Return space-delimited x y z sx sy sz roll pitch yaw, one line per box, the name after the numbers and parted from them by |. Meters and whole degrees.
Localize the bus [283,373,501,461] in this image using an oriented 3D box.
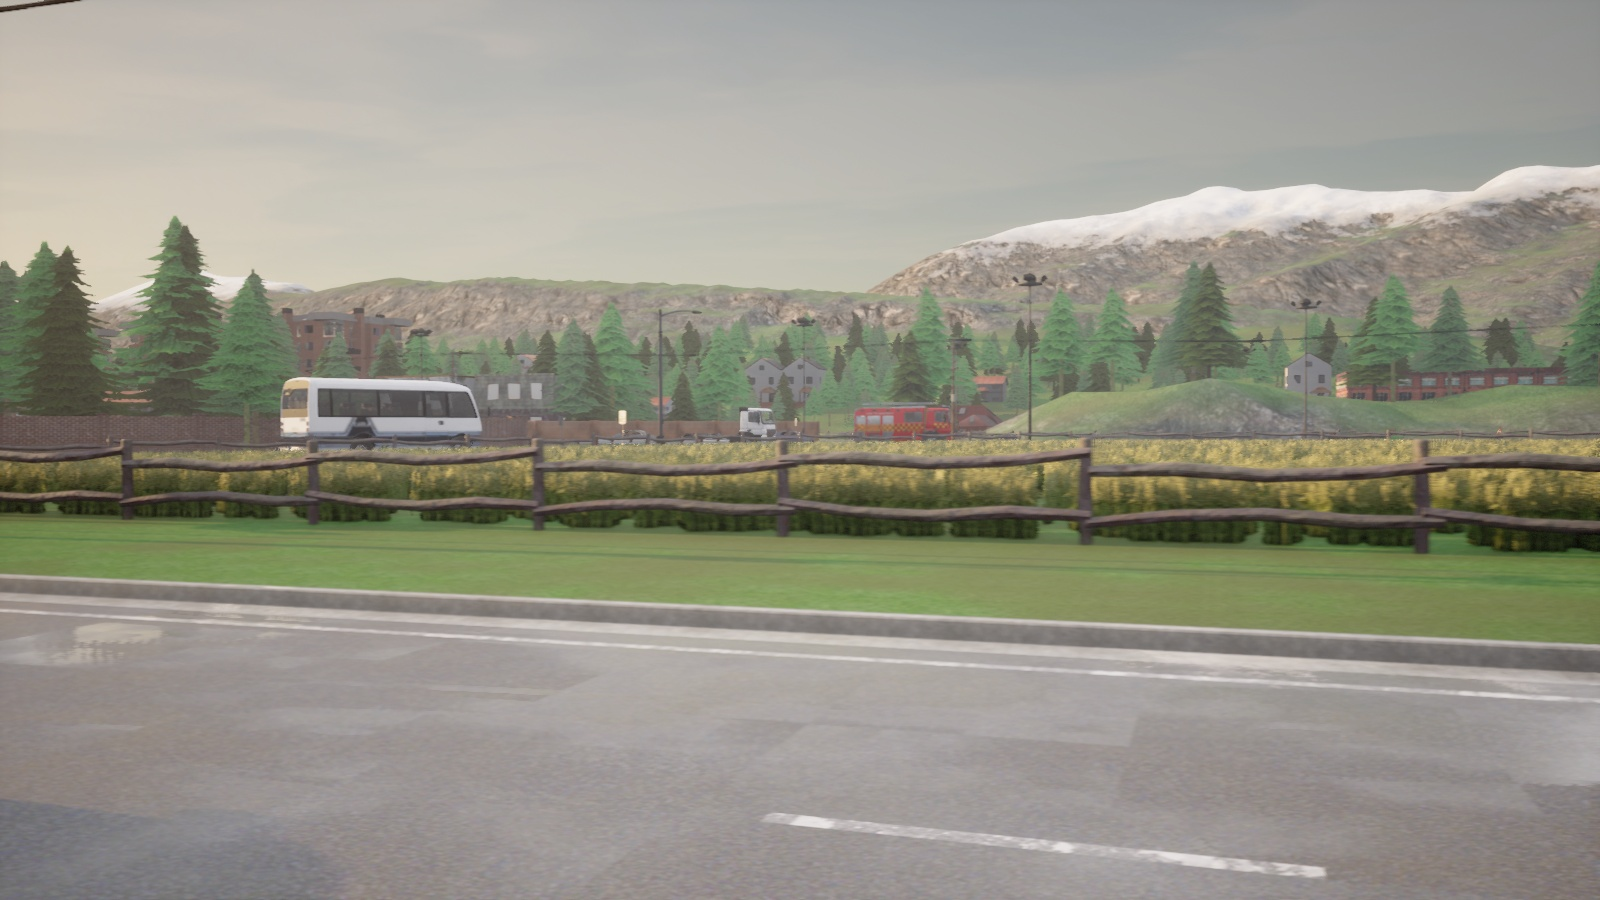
-21.214 -1.686 65.959 3.944 4.253 10.273 1 1 43 | bus
